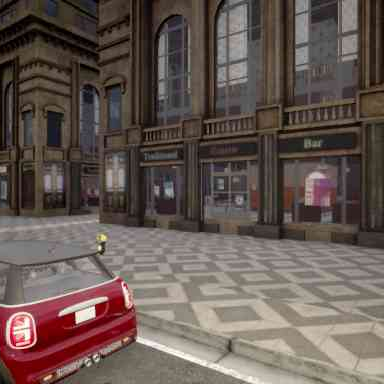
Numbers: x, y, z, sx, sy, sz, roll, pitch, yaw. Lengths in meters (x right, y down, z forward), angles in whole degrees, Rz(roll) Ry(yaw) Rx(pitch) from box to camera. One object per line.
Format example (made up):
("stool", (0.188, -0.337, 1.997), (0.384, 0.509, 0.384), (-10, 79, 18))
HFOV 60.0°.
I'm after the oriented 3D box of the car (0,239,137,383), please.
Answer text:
("car", (-2.807, 1.440, 4.967), (4.097, 1.590, 1.967), (0, 0, 36))
